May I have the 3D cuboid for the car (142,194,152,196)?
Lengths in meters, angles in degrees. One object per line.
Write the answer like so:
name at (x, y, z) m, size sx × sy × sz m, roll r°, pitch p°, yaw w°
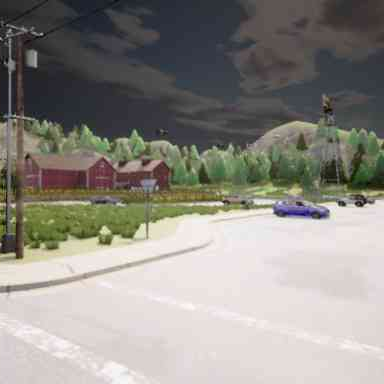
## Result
car at (-8.683, 1.139, 64.948) m, size 1.882 × 1.535 × 5.008 m, roll 1°, pitch 0°, yaw 35°

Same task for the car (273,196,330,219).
car at (9.298, 1.413, 28.387) m, size 4.611 × 1.667 × 2.242 m, roll 1°, pitch 0°, yaw 35°

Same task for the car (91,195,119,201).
car at (-12.229, 1.225, 47.189) m, size 4.892 × 1.490 × 1.837 m, roll 0°, pitch 0°, yaw 31°

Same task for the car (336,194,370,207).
car at (23.167, 1.243, 48.227) m, size 3.866 × 1.878 × 1.905 m, roll 1°, pitch 0°, yaw 35°

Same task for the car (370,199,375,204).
car at (30.424, 1.430, 59.604) m, size 4.193 × 1.474 × 1.816 m, roll 1°, pitch 0°, yaw 35°

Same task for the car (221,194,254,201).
car at (6.466, 1.141, 47.468) m, size 4.605 × 1.855 × 1.932 m, roll 1°, pitch 0°, yaw 35°
